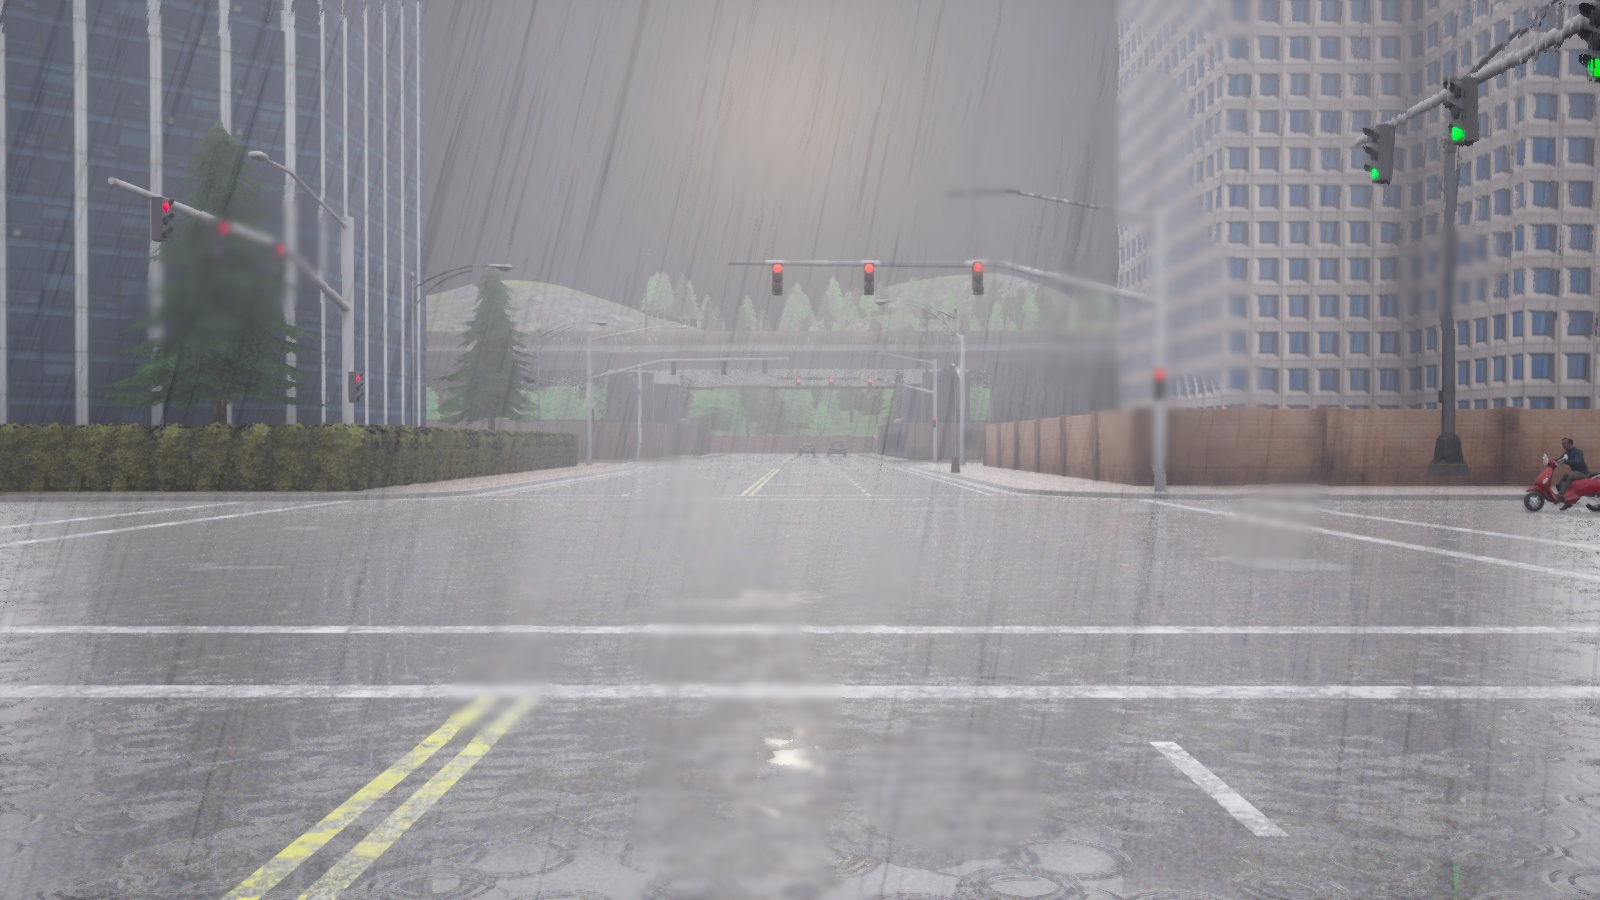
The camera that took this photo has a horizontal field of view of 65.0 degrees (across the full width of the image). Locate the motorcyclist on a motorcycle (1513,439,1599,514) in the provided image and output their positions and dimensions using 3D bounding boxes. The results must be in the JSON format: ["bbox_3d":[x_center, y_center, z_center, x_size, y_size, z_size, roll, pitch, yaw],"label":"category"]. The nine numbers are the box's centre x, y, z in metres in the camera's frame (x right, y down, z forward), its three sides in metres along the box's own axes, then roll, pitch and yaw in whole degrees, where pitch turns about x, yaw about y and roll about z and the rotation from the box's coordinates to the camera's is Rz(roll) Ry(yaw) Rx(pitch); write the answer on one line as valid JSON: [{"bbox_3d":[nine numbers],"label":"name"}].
[{"bbox_3d":[16.569,0.560,27.136,1.817,1.590,0.866,0,0,1],"label":"motorcyclist on a motorcycle"}]
